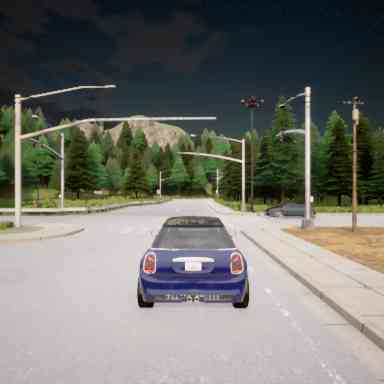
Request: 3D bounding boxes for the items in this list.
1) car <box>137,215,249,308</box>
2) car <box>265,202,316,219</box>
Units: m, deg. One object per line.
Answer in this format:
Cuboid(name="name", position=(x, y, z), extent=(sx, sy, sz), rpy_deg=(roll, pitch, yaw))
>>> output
Cuboid(name="car", position=(0.040, 1.347, 8.069), extent=(2.097, 1.767, 4.553), rpy_deg=(0, 0, 0))
Cuboid(name="car", position=(8.493, 1.585, 28.792), extent=(4.181, 1.385, 1.994), rpy_deg=(0, 0, 1))
